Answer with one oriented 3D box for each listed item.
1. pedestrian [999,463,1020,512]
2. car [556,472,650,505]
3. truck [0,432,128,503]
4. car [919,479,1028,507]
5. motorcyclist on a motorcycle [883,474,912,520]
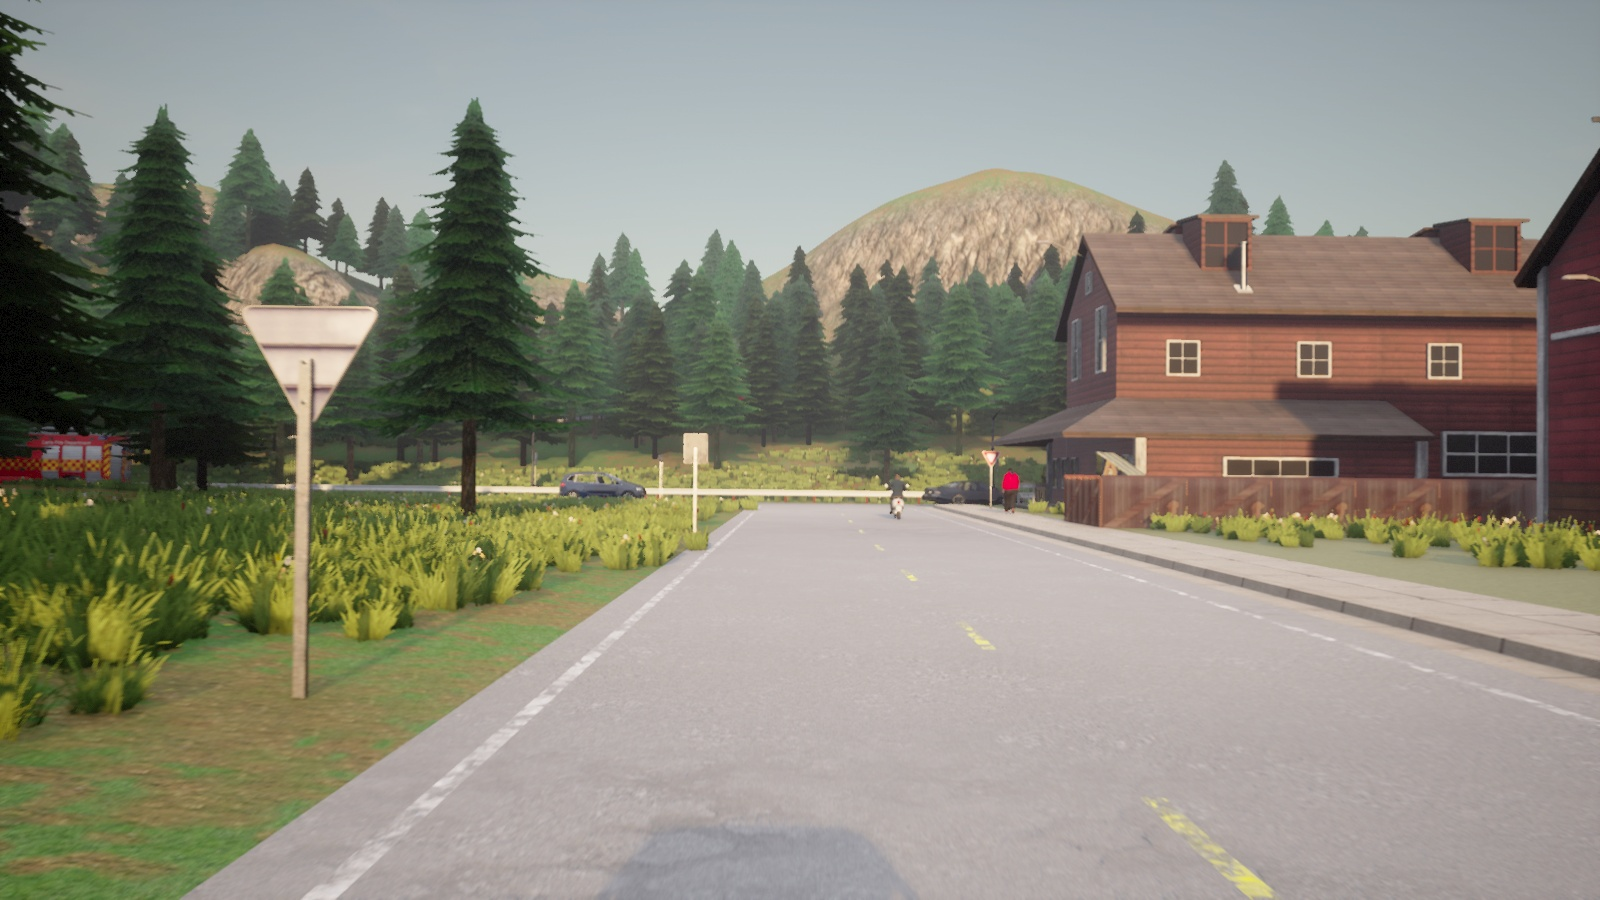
[{"bbox_3d":[7.906,1.406,47.355,0.634,1.844,0.899,0,-1,-2],"label":"pedestrian"},{"bbox_3d":[-10.361,2.028,66.345,4.611,1.667,2.242,0,-1,0],"label":"car"},{"bbox_3d":[-42.364,0.971,69.775,8.468,3.827,2.891,0,-1,0],"label":"truck"},{"bbox_3d":[9.145,2.271,66.118,5.357,1.411,2.033,2,-2,-21],"label":"car"},{"bbox_3d":[3.443,1.634,44.465,0.866,1.590,1.817,0,-1,0],"label":"motorcyclist on a motorcycle"}]
